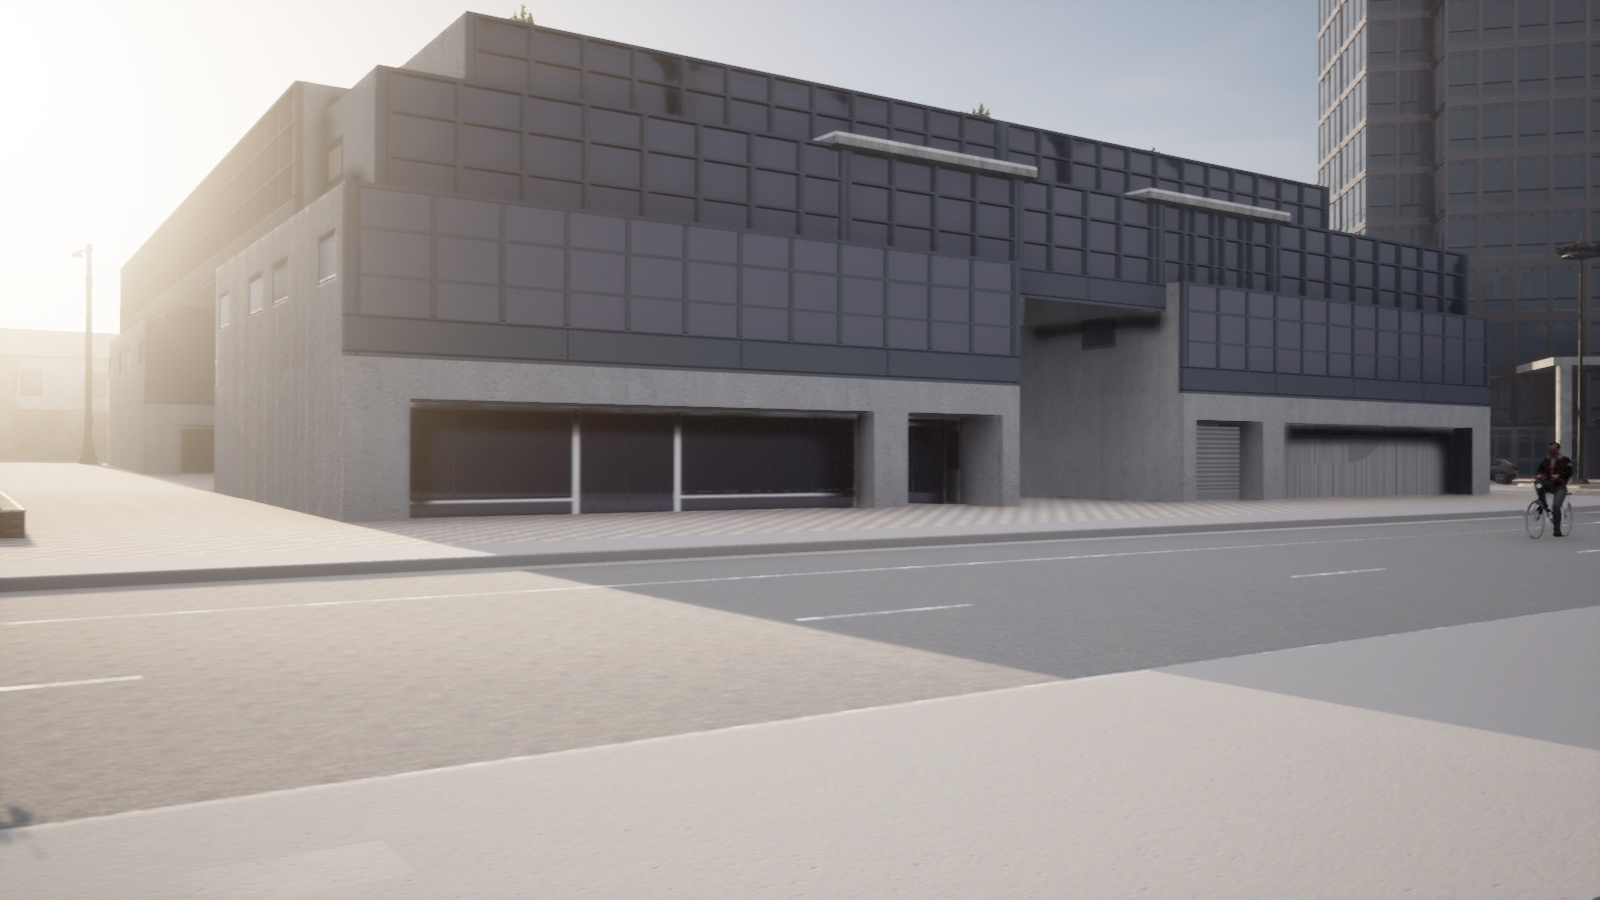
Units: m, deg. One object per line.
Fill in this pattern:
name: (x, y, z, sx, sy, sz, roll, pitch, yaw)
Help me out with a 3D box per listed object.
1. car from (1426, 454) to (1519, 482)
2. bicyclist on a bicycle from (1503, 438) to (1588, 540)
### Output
car: (36.361, 0.958, 67.937, 4.193, 1.474, 1.816, 0, 0, 38)
bicyclist on a bicycle: (13.481, 0.681, 22.693, 1.843, 1.776, 0.659, 0, 0, -36)
